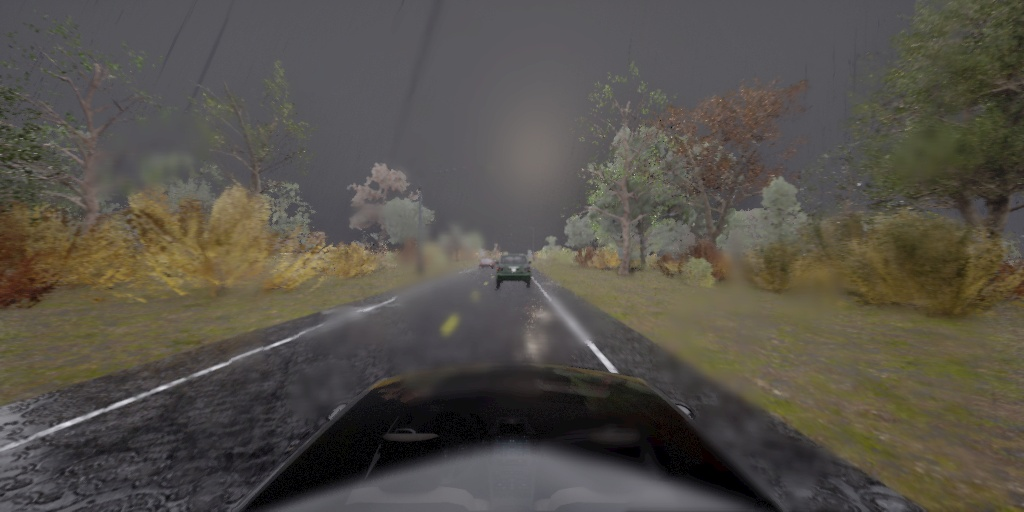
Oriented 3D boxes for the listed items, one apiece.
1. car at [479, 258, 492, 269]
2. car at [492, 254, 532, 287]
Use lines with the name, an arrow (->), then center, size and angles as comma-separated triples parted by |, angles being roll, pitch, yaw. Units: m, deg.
car -> -3.446, 1.013, 49.325 | 1.882, 1.535, 5.008 | 0, 0, 1
car -> 0.106, 0.876, 23.291 | 2.150, 2.045, 5.566 | 0, 0, 0
